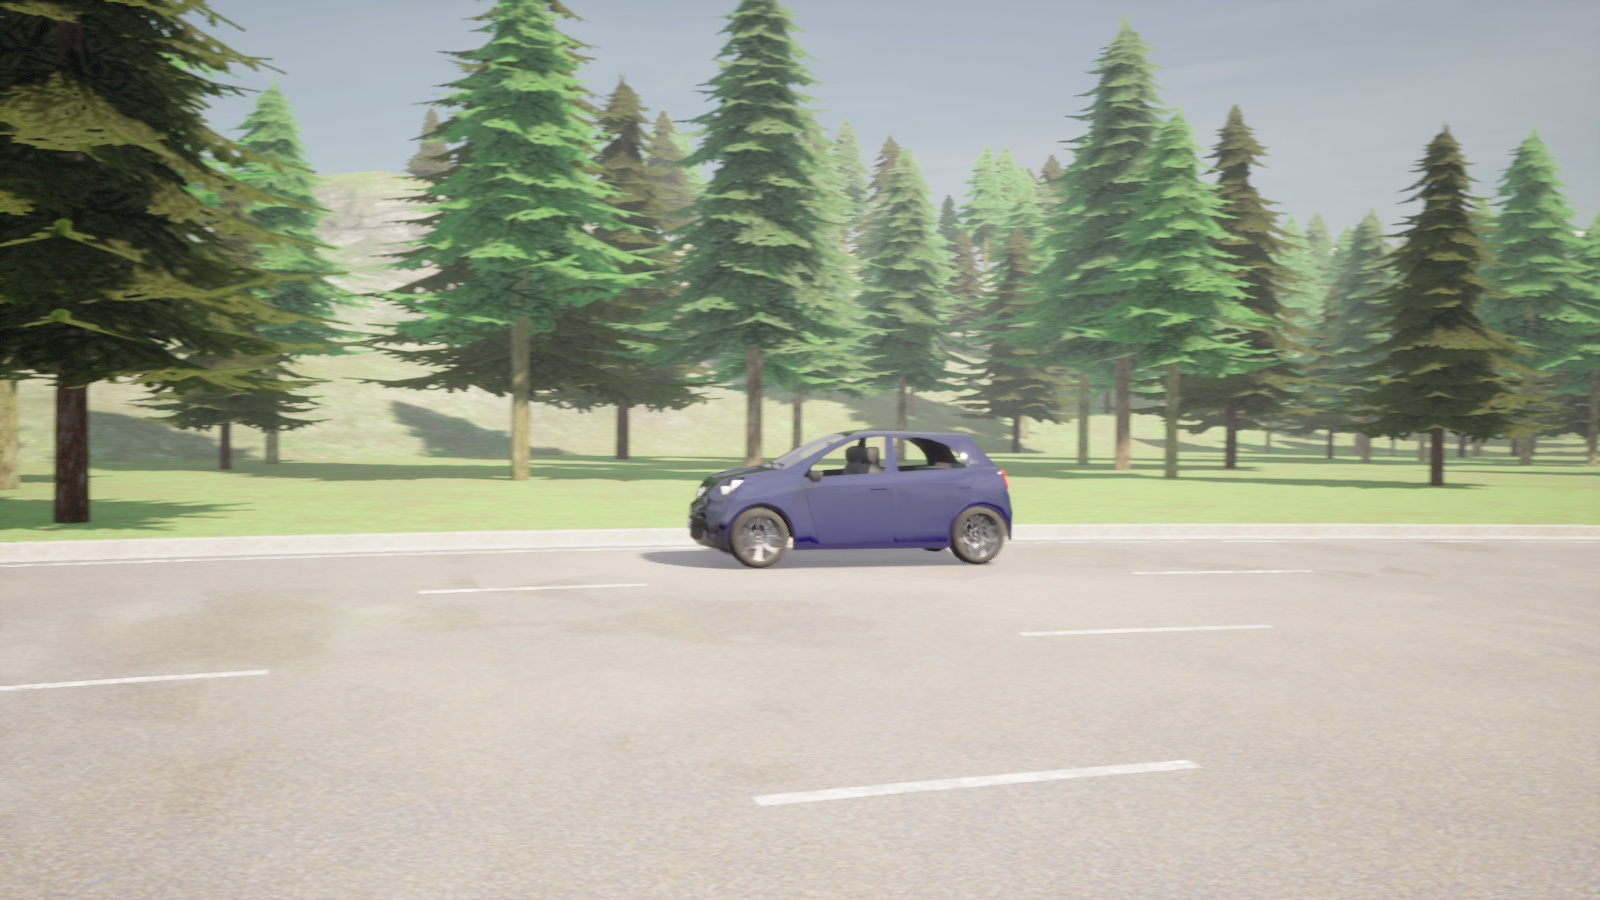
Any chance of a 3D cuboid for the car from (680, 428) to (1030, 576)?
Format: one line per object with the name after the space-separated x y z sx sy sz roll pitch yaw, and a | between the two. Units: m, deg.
0.563 0.526 14.431 3.633 1.501 1.845 -1 1 -14 | car
